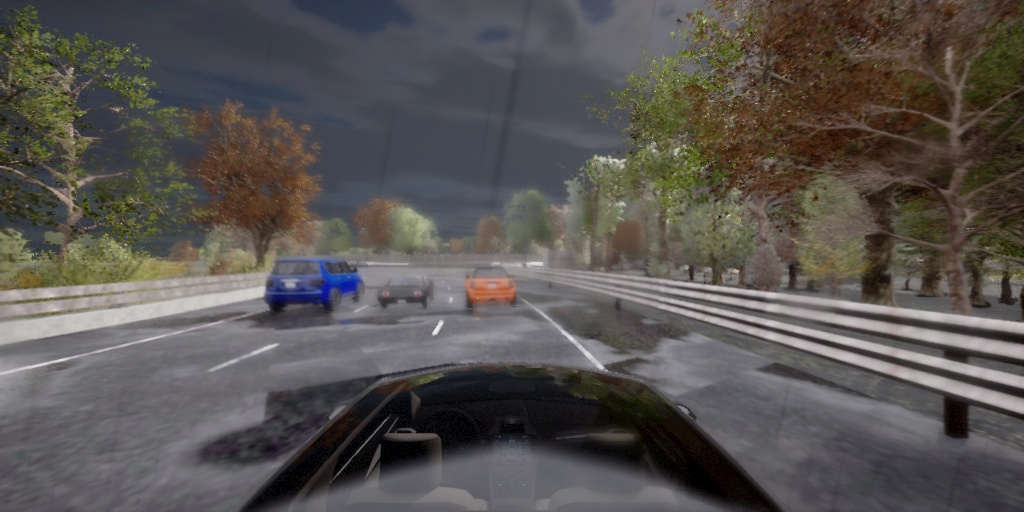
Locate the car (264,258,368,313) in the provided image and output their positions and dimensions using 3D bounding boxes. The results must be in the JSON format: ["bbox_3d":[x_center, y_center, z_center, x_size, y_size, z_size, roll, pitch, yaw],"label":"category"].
[{"bbox_3d":[-7.917,1.119,14.959,2.150,2.045,5.566,0,0,-7],"label":"car"}]

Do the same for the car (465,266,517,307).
[{"bbox_3d":[-1.086,1.256,16.641,2.097,1.767,4.553,0,-1,-8],"label":"car"}]

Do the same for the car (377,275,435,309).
[{"bbox_3d":[-4.533,1.504,16.036,1.895,1.301,4.718,0,-1,-8],"label":"car"}]
